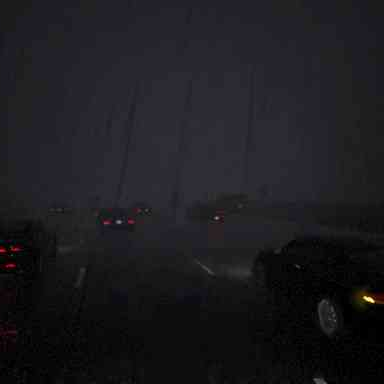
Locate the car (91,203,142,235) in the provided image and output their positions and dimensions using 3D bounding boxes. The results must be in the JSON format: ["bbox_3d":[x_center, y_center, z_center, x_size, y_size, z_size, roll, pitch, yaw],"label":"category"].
[{"bbox_3d":[-4.515,1.594,19.256,2.033,1.411,5.357,0,0,-19],"label":"car"}]

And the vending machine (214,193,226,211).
[{"bbox_3d":[3.396,1.216,40.514,1.100,2.100,0.880,0,0,-19],"label":"vending machine"}]

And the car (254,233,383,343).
[{"bbox_3d":[2.717,1.516,6.388,1.812,1.442,4.674,0,0,-9],"label":"car"}]

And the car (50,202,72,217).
[{"bbox_3d":[-12.784,1.658,32.361,2.033,1.411,5.357,0,0,-19],"label":"car"}]

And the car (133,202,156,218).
[{"bbox_3d":[-4.640,1.606,30.288,2.033,1.411,5.357,0,0,-19],"label":"car"}]

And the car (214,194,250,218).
[{"bbox_3d":[3.037,1.233,29.539,2.150,2.045,5.566,0,0,-19],"label":"car"}]

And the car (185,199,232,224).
[{"bbox_3d":[0.911,1.525,24.985,1.837,1.490,4.892,0,0,-19],"label":"car"}]

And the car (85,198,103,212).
[{"bbox_3d":[-11.923,1.466,40.481,2.097,1.767,4.553,0,0,-19],"label":"car"}]

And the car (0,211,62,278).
[{"bbox_3d":[-5.264,1.547,9.987,1.837,1.490,4.892,0,0,-15],"label":"car"}]
